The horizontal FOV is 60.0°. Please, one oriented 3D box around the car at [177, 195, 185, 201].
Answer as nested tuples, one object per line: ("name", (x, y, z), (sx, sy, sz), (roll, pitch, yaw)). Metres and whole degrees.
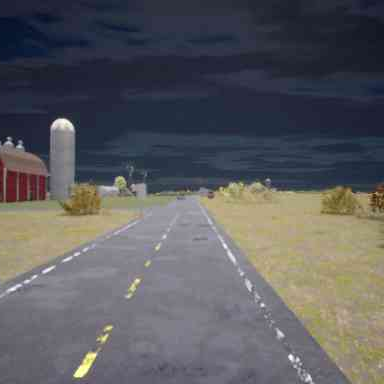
("car", (-2.784, 1.540, 84.704), (1.994, 1.385, 4.181), (0, 0, 0))
